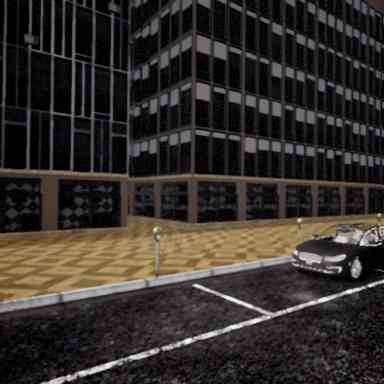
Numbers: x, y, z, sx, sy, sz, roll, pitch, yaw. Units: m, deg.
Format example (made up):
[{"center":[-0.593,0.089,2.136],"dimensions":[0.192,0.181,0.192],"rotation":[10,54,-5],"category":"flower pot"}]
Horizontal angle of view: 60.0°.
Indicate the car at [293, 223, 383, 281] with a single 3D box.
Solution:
[{"center":[4.870,1.640,10.045],"dimensions":[4.403,1.369,2.008],"rotation":[1,0,-36],"category":"car"}]
